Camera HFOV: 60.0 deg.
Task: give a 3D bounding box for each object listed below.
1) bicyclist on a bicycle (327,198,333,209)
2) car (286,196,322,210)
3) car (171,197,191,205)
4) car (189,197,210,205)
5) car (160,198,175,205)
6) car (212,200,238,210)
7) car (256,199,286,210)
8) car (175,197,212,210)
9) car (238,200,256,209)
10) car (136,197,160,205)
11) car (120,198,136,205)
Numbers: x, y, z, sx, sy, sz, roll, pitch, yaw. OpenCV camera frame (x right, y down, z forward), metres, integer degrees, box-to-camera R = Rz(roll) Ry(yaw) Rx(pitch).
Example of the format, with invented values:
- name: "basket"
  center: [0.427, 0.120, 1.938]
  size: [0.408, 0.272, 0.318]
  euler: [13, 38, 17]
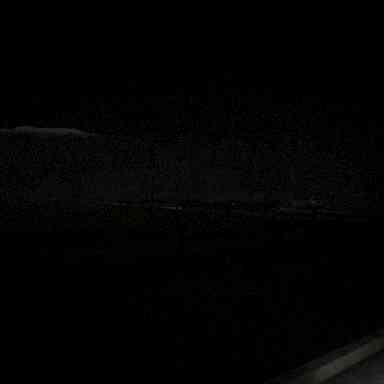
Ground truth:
- name: "bicyclist on a bicycle"
  center: [20.953, 1.768, 50.376]
  size: [1.656, 1.620, 0.582]
  euler: [0, 0, -35]
- name: "car"
  center: [16.610, 1.648, 49.663]
  size: [2.150, 2.045, 5.566]
  euler: [1, 0, -35]
- name: "car"
  center: [-2.352, 1.870, 70.415]
  size: [1.882, 1.535, 5.008]
  euler: [1, 0, -35]
- name: "car"
  center: [1.552, 1.905, 70.971]
  size: [1.882, 1.535, 5.008]
  euler: [1, 0, -35]
- name: "car"
  center: [-6.005, 1.958, 69.667]
  size: [1.895, 1.301, 4.718]
  euler: [1, 0, -35]
- name: "car"
  center: [4.091, 1.921, 49.217]
  size: [1.895, 1.301, 4.718]
  euler: [1, 0, -35]
- name: "car"
  center: [11.423, 1.882, 50.957]
  size: [2.128, 1.511, 4.902]
  euler: [1, 0, -35]
- name: "car"
  center: [0.145, 1.777, 48.748]
  size: [2.128, 1.511, 4.902]
  euler: [1, 0, -35]
- name: "car"
  center: [6.848, 1.903, 51.383]
  size: [2.033, 1.411, 5.357]
  euler: [1, 0, -35]
- name: "car"
  center: [-8.976, 1.848, 67.829]
  size: [1.812, 1.442, 4.674]
  euler: [1, 0, -35]
- name: "car"
  center: [-12.934, 1.888, 67.376]
  size: [1.895, 1.301, 4.718]
  euler: [1, 0, -35]
